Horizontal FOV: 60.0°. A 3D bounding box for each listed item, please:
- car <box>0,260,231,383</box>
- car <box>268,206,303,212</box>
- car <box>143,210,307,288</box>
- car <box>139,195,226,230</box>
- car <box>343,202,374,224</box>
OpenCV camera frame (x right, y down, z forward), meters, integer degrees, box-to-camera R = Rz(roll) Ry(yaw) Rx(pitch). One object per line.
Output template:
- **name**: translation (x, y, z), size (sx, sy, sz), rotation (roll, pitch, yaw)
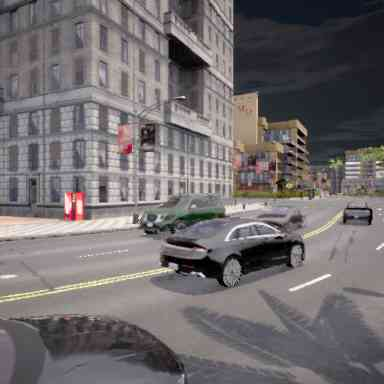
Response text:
- **car**: translation (-2.254, 1.489, 1.871), size (4.902, 1.511, 2.128), rotation (0, 0, -34)
- **car**: translation (5.388, 1.536, 19.844), size (2.033, 1.411, 5.357), rotation (0, 0, 33)
- **car**: translation (1.334, 1.486, 9.290), size (4.902, 1.511, 2.128), rotation (0, 0, -43)
- **car**: translation (-0.268, 1.208, 17.936), size (2.150, 2.045, 5.566), rotation (0, 0, 39)
- **car**: translation (12.366, 1.482, 24.738), size (2.128, 1.511, 4.902), rotation (0, 0, 29)
